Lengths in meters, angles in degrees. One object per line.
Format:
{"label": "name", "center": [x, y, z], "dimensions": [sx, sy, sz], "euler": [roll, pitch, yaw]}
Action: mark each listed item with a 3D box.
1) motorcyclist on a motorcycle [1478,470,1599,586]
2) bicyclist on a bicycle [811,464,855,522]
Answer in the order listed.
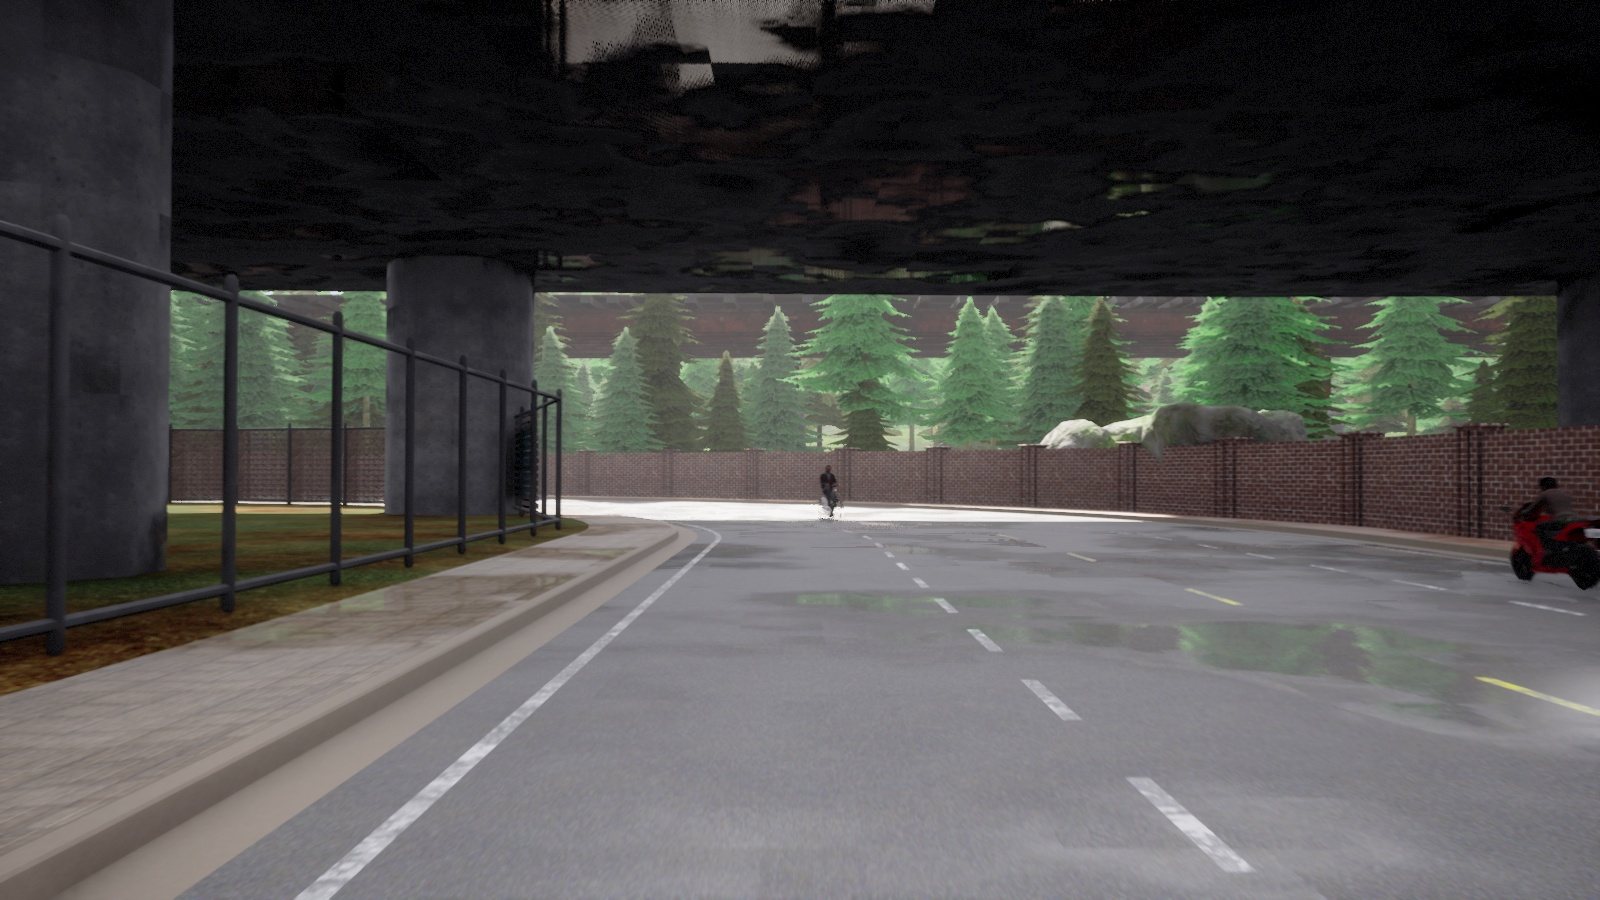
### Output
{"label": "motorcyclist on a motorcycle", "center": [10.455, 1.049, 17.569], "dimensions": [0.797, 1.523, 2.044], "euler": [0, -1, 0]}
{"label": "bicyclist on a bicycle", "center": [1.026, 1.345, 39.665], "dimensions": [0.659, 1.776, 1.843], "euler": [0, -1, -22]}
